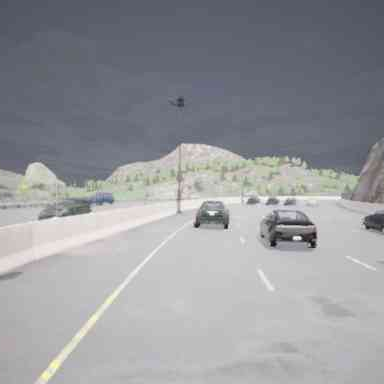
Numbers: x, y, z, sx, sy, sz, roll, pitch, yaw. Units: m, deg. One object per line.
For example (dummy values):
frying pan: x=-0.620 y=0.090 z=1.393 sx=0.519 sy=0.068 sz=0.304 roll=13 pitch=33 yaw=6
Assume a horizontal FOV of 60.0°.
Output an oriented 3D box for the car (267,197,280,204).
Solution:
car: x=15.535 y=1.702 z=63.462 sx=1.837 sy=1.490 sz=4.892 roll=0 pitch=0 yaw=22

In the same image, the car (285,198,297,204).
car: x=18.739 y=1.787 z=62.774 sx=2.033 sy=1.411 sz=5.357 roll=1 pitch=0 yaw=24

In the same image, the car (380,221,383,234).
car: x=6.985 y=1.692 z=8.373 sx=1.895 sy=1.301 sz=4.718 roll=1 pitch=0 yaw=3

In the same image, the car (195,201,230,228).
car: x=1.483 y=1.368 z=22.459 sx=2.097 sy=1.767 sz=4.553 roll=1 pitch=0 yaw=7

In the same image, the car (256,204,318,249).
car: x=4.206 y=1.545 z=15.017 sx=2.128 sy=1.511 sz=4.902 roll=1 pitch=0 yaw=5

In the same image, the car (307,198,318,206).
car: x=22.443 y=1.814 z=61.900 sx=1.812 sy=1.442 sz=4.674 roll=1 pitch=0 yaw=22

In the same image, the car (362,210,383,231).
car: x=11.718 y=1.717 z=19.611 sx=1.994 sy=1.385 sz=4.181 roll=1 pitch=0 yaw=7

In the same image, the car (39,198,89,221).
car: x=-9.021 y=1.227 z=24.093 sx=2.097 sy=1.767 sz=4.553 roll=1 pitch=0 yaw=8

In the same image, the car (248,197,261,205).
car: x=11.973 y=1.654 z=63.976 sx=1.837 sy=1.490 sz=4.892 roll=0 pitch=0 yaw=22
